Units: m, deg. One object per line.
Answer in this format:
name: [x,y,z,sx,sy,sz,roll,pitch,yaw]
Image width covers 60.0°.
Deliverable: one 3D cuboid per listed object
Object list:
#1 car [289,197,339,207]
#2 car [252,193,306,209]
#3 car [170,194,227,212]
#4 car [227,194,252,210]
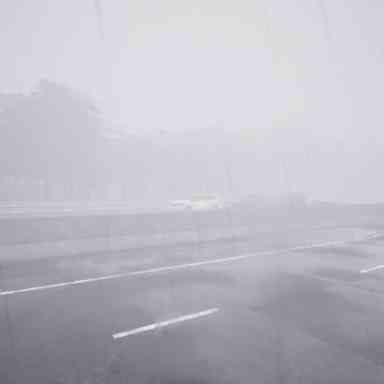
car: [10.930,1.455,28.674,4.892,1.490,1.837,-1,0,-35]
car: [8.642,1.172,31.343,5.566,2.045,2.150,-1,0,-35]
car: [0.456,1.200,33.268,5.566,2.045,2.150,0,0,-38]
car: [5.601,1.180,33.382,5.566,2.045,2.150,0,0,-35]
